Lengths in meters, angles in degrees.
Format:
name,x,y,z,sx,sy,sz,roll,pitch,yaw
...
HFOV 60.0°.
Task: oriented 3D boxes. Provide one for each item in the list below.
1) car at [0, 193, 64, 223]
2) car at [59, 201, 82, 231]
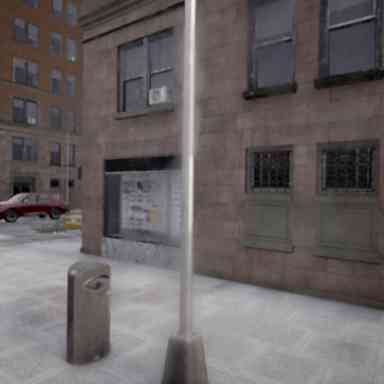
name,x,y,z,sx,sy,sz,roll,pitch,yaw
car,-11.032,0.980,22.598,2.192,1.841,5.009,1,1,36
car,-4.414,1.338,18.066,1.752,1.417,4.829,1,1,36
